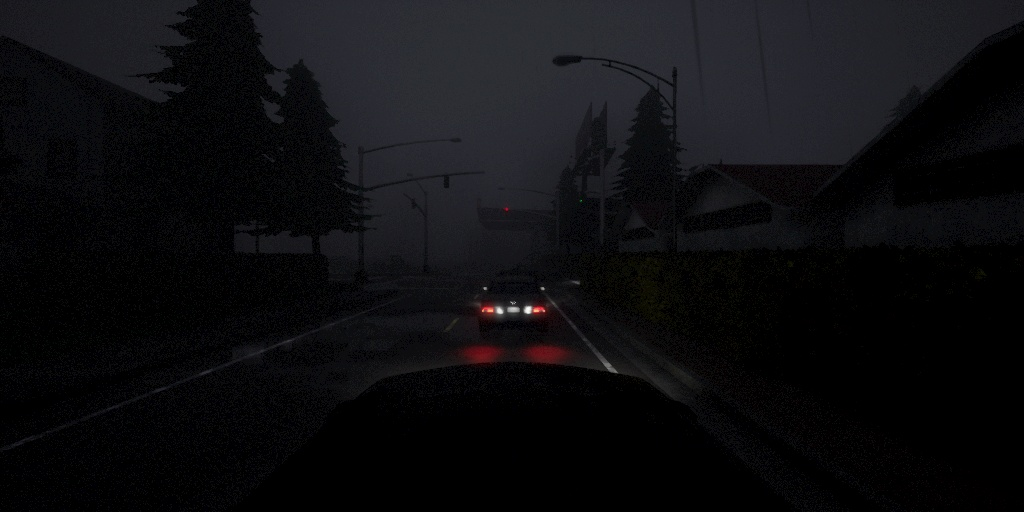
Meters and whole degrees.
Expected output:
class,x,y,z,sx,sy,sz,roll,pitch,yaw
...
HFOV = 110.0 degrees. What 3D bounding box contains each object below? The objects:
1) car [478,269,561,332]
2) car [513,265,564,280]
class,x,y,z,sx,sy,sz,roll,pitch,yaw
car,0.058,1.297,10.837,2.033,1.411,5.357,0,0,1
car,1.386,1.309,26.353,4.718,1.301,1.895,1,0,0
